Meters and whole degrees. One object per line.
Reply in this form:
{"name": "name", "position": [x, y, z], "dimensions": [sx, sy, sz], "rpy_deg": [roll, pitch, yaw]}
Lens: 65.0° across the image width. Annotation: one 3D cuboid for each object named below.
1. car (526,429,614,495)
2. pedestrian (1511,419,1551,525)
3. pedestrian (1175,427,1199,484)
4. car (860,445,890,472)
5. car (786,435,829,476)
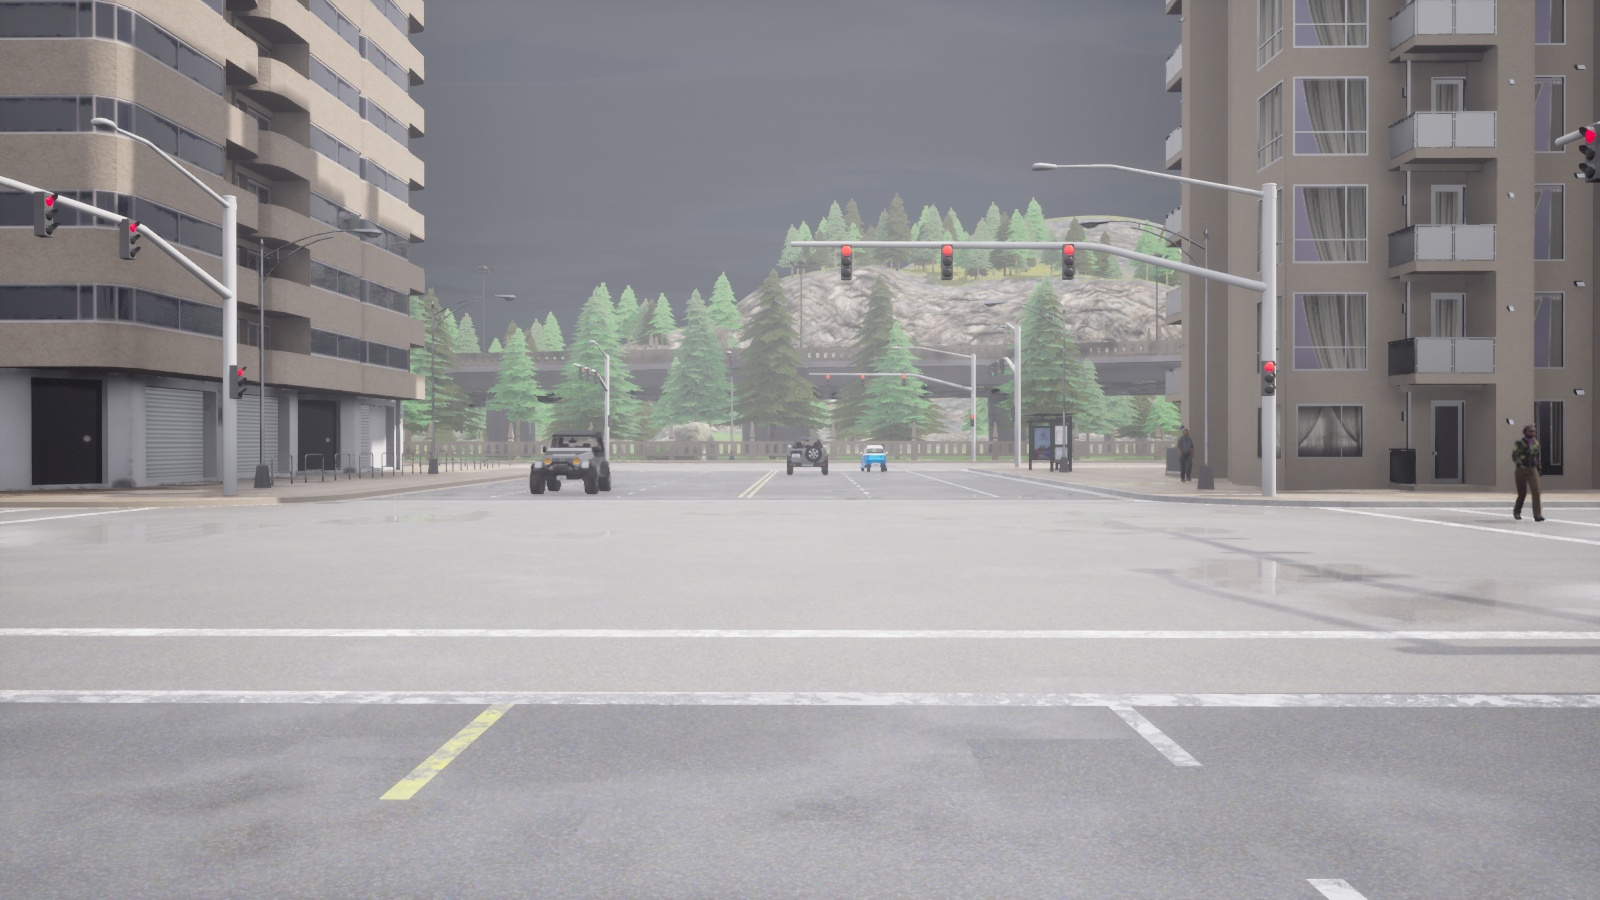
{"name": "car", "position": [-6.775, 0.326, 37.352], "dimensions": [1.905, 1.878, 3.866], "rpy_deg": [0, 0, 0]}
{"name": "pedestrian", "position": [13.434, 0.395, 23.096], "dimensions": [0.395, 1.930, 0.692], "rpy_deg": [0, 0, 8]}
{"name": "pedestrian", "position": [12.809, 0.181, 41.573], "dimensions": [0.540, 1.848, 0.694], "rpy_deg": [0, 0, -1]}
{"name": "car", "position": [3.885, 0.436, 65.278], "dimensions": [1.481, 1.376, 2.207], "rpy_deg": [0, 1, 1]}
{"name": "car", "position": [0.350, 0.229, 59.258], "dimensions": [1.932, 1.855, 4.605], "rpy_deg": [0, 0, 0]}
